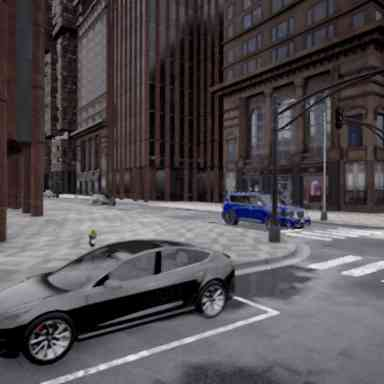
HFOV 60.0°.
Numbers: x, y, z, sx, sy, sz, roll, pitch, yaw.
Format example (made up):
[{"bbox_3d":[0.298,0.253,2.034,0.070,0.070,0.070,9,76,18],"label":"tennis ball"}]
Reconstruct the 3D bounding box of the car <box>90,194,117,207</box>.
[{"bbox_3d":[-10.597,0.976,39.605,1.837,1.490,4.892,0,1,-36],"label":"car"}]

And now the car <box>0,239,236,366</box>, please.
[{"bbox_3d":[-1.135,1.570,5.838,4.313,1.339,1.947,0,0,-36],"label":"car"}]

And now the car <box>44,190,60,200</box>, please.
[{"bbox_3d":[-25.330,0.471,60.030,1.837,1.490,4.892,0,1,-36],"label":"car"}]

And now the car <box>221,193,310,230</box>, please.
[{"bbox_3d":[4.047,1.083,19.302,2.150,2.045,5.566,0,1,-36],"label":"car"}]
